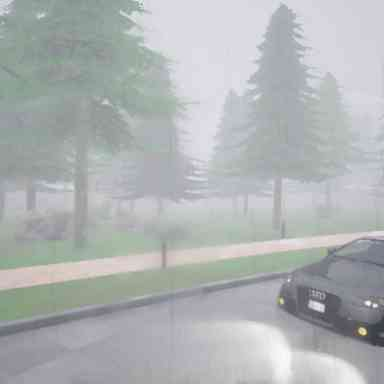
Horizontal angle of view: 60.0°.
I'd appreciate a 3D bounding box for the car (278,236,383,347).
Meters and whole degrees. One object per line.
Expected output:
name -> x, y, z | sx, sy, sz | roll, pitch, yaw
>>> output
car -> 3.589, 1.553, 6.112 | 4.181, 1.385, 1.994 | 0, 0, -32
